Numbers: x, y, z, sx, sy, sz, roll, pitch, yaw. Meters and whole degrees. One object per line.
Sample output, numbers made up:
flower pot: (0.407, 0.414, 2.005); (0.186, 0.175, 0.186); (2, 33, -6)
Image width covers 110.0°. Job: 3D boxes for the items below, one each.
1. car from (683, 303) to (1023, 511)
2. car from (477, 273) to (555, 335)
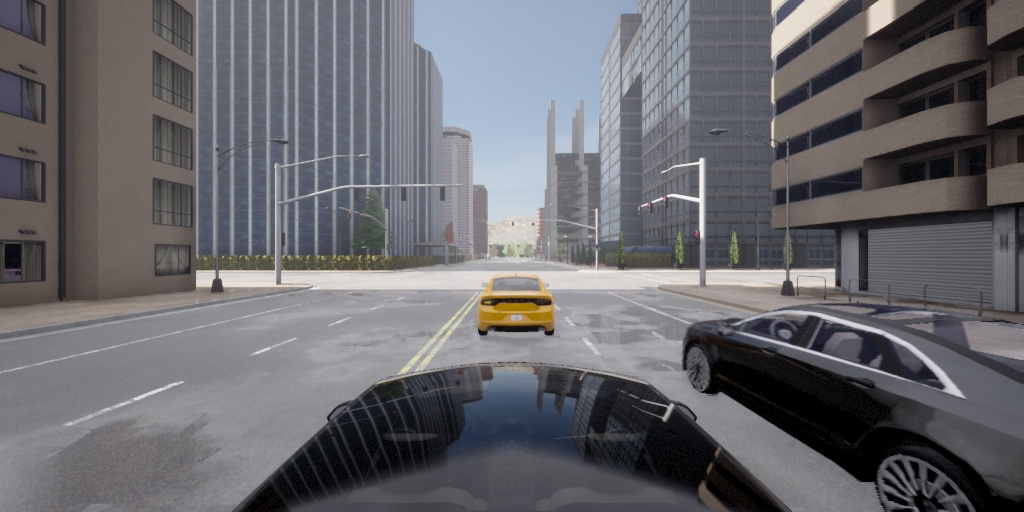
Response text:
car: (3.594, 1.241, 3.730); (2.128, 1.511, 4.902); (0, 0, 0)
car: (0.102, 1.228, 10.490); (1.882, 1.535, 5.008); (0, 0, 0)
